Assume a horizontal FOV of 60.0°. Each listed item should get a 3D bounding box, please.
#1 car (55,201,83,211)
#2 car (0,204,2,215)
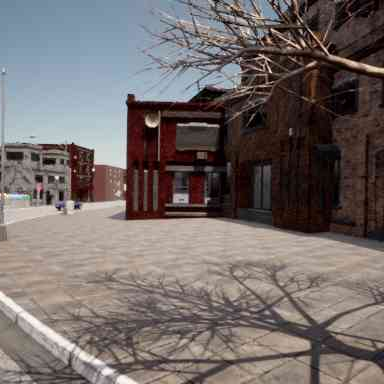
[{"bbox_3d":[-16.266,1.789,44.333,1.895,1.301,4.718,1,0,3],"label":"car"},{"bbox_3d":[-19.915,1.562,32.139,1.812,1.442,4.674,1,0,-3],"label":"car"}]
